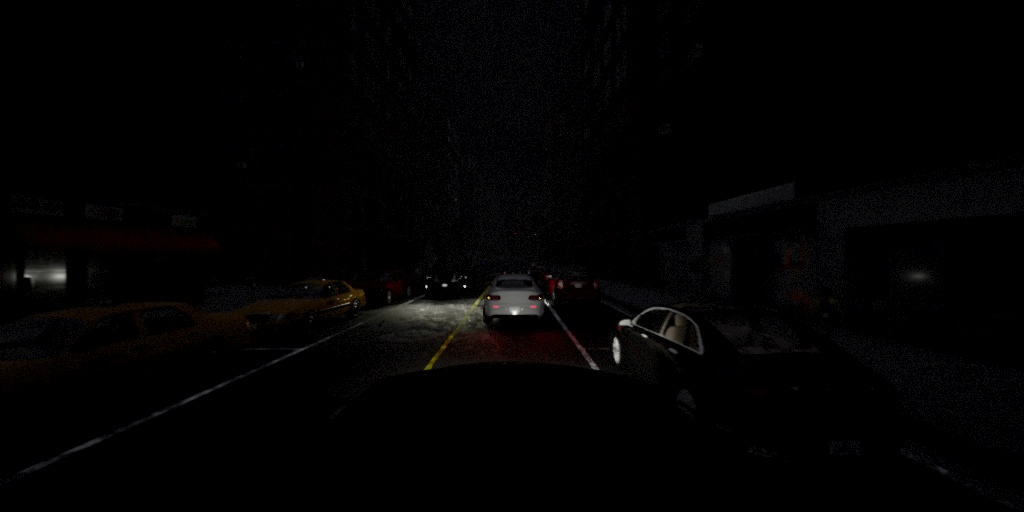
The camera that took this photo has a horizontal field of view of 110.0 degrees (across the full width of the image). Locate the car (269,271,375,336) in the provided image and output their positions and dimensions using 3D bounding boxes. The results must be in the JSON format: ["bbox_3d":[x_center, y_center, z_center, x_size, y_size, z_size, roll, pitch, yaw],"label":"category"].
[{"bbox_3d":[-5.867,1.293,10.456,1.751,1.417,4.829,0,0,0],"label":"car"}]

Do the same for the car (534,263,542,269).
[{"bbox_3d":[2.642,1.230,21.838,1.967,1.591,4.097,0,0,0],"label":"car"}]

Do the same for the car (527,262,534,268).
[{"bbox_3d":[2.628,1.396,33.026,1.802,1.307,4.207,0,0,0],"label":"car"}]

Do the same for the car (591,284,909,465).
[{"bbox_3d":[2.666,1.307,5.055,2.007,1.370,4.403,0,0,0],"label":"car"}]

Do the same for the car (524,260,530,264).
[{"bbox_3d":[2.620,1.377,38.620,2.007,1.370,4.403,0,0,0],"label":"car"}]

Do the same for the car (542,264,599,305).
[{"bbox_3d":[2.650,1.218,16.243,1.967,1.591,4.097,0,0,0],"label":"car"}]

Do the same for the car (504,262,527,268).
[{"bbox_3d":[0.056,1.410,30.948,1.895,1.301,4.718,0,0,0],"label":"car"}]

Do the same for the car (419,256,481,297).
[{"bbox_3d":[-3.124,1.007,19.379,2.150,2.045,5.566,0,0,0],"label":"car"}]

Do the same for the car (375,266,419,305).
[{"bbox_3d":[-5.876,1.324,16.222,1.888,1.381,4.507,0,0,0],"label":"car"}]

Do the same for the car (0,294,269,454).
[{"bbox_3d":[-5.860,1.282,4.860,1.751,1.417,4.829,0,0,0],"label":"car"}]

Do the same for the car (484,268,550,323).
[{"bbox_3d":[0.073,1.295,12.101,1.812,1.442,4.674,0,0,0],"label":"car"}]
